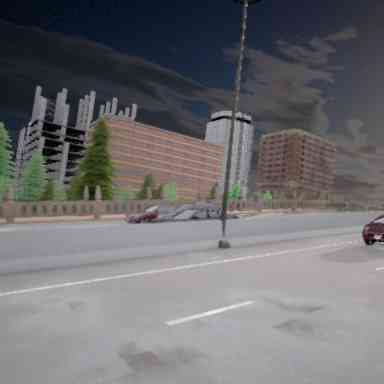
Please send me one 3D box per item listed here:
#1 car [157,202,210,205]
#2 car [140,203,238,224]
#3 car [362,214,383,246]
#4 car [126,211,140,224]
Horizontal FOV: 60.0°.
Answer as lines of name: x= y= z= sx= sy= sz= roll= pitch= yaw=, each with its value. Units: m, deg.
car: x=-0.031 y=1.449 z=21.167 sx=4.553 sy=1.767 sz=2.097 roll=1 pitch=0 yaw=-35
car: x=0.164 y=1.556 z=17.006 sx=5.008 sy=1.535 sz=1.882 roll=0 pitch=0 yaw=-35
car: x=9.352 y=1.653 z=14.719 sx=4.674 sy=1.442 sz=1.812 roll=0 pitch=0 yaw=-35
car: x=-2.418 y=1.619 z=23.763 sx=4.674 sy=1.442 sz=1.812 roll=0 pitch=0 yaw=-35
